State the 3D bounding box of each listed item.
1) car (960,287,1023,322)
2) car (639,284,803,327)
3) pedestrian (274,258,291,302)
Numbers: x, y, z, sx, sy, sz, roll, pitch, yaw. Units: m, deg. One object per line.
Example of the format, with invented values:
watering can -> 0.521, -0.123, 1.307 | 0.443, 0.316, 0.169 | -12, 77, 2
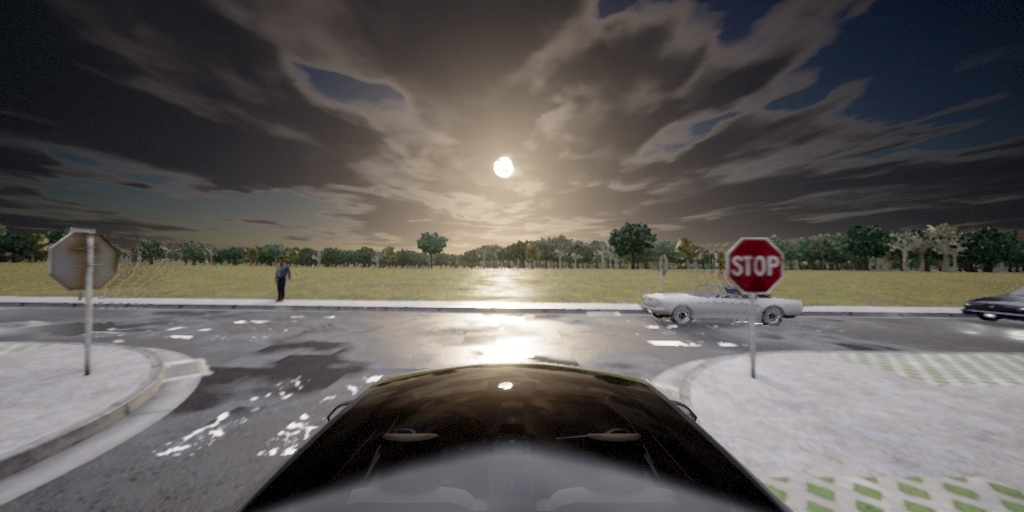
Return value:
car -> 19.079, 1.688, 12.339 | 5.357, 1.411, 2.033 | 1, -1, 0
car -> 6.902, 1.597, 12.243 | 4.718, 1.301, 1.895 | 1, -1, -1
pedestrian -> -9.707, 0.986, 15.067 | 0.375, 1.860, 0.375 | 0, -2, 0
